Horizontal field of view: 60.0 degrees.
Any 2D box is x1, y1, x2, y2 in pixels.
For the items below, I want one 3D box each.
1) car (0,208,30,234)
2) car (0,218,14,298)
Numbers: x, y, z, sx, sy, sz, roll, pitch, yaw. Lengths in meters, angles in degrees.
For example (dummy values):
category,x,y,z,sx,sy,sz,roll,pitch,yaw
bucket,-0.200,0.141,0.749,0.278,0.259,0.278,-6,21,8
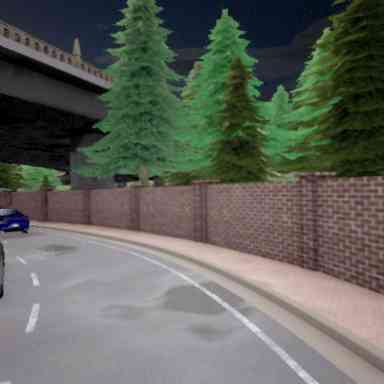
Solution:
category,x,y,z,sx,sy,sz,roll,pitch,yaw
car,-11.239,1.650,19.327,5.008,1.535,1.882,-1,0,41
car,-5.576,1.635,8.051,2.033,1.411,5.357,-1,0,-29
